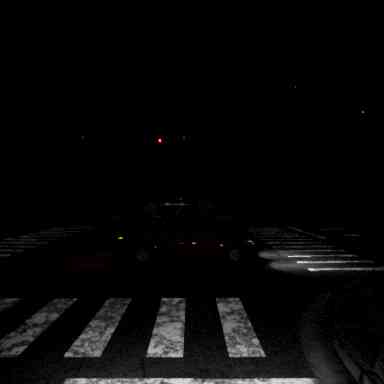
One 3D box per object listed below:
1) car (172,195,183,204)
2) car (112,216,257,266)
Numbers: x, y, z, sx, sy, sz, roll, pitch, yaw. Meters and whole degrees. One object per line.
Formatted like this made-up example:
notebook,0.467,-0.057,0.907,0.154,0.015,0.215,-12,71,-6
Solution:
car,-2.966,1.497,69.308,2.097,1.767,4.553,0,0,0
car,-0.228,1.538,10.962,4.674,1.442,1.812,0,0,0
